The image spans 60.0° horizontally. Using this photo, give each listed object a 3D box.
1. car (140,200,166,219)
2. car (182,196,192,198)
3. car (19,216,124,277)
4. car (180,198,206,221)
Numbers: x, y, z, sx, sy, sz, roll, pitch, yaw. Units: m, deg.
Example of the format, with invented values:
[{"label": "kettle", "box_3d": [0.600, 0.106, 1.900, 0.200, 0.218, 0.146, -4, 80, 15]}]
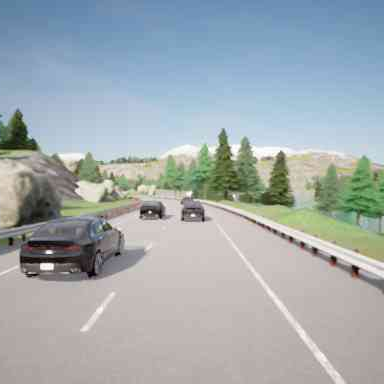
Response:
[{"label": "car", "box_3d": [-3.412, 1.479, 29.343, 1.882, 1.535, 5.008, 0, 0, 0]}, {"label": "car", "box_3d": [-0.769, 1.435, 49.136, 2.033, 1.649, 4.856, 0, 0, -4]}, {"label": "car", "box_3d": [-3.395, 1.505, 10.212, 1.837, 1.490, 4.892, 0, 0, 0]}, {"label": "car", "box_3d": [0.085, 1.507, 27.344, 1.837, 1.490, 4.892, 0, 0, 0]}]
